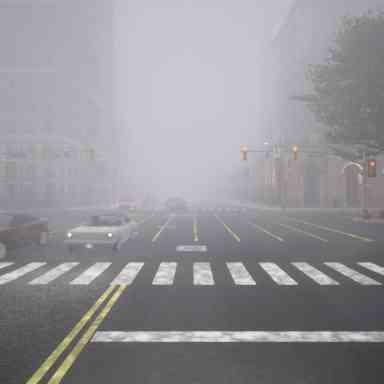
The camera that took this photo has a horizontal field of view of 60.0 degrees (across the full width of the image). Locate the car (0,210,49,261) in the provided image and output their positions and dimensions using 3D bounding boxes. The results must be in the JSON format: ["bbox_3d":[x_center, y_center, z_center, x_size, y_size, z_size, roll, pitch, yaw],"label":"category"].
[{"bbox_3d":[-7.112,1.477,12.421,1.882,1.535,5.008,0,0,0],"label":"car"}]

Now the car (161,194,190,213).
[{"bbox_3d":[-1.716,1.351,36.365,2.097,1.767,4.553,0,0,-14],"label":"car"}]

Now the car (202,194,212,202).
[{"bbox_3d":[3.540,1.353,78.288,2.097,1.767,4.553,0,0,0],"label":"car"}]

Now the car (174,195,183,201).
[{"bbox_3d":[-3.400,1.511,85.323,1.895,1.301,4.718,0,0,0],"label":"car"}]

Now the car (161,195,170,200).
[{"bbox_3d":[-6.882,1.367,87.400,1.895,1.301,4.718,0,0,0],"label":"car"}]

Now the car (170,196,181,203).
[{"bbox_3d":[-3.530,1.538,70.272,2.033,1.411,5.357,0,0,0],"label":"car"}]

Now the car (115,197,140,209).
[{"bbox_3d":[-7.164,1.351,37.404,2.097,1.767,4.553,0,0,0],"label":"car"}]

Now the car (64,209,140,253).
[{"bbox_3d":[-3.624,1.600,13.926,1.895,1.301,4.718,0,0,0],"label":"car"}]

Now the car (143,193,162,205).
[{"bbox_3d":[-7.180,1.217,58.545,2.150,2.045,5.566,0,0,1],"label":"car"}]
